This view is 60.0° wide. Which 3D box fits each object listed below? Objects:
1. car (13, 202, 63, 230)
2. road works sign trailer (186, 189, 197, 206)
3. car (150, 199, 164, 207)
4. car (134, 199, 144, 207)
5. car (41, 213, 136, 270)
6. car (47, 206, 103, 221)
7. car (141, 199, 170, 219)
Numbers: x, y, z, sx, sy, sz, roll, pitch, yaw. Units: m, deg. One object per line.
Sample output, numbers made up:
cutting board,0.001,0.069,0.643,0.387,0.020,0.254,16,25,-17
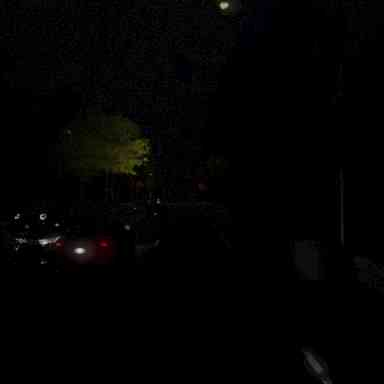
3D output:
car,-9.851,1.513,22.123,2.097,1.767,4.553,0,0,0
road works sign trailer,-0.005,1.120,72.258,2.380,3.560,2.880,0,-1,0
car,-6.522,2.093,62.918,2.033,1.411,5.357,0,-1,1
car,-9.769,2.097,63.324,2.033,1.411,5.357,0,-1,0
car,-3.155,1.643,11.379,1.994,1.385,4.181,0,0,0
car,-6.602,1.695,20.445,2.033,1.411,5.357,0,0,0
car,-3.154,1.726,31.355,2.128,1.511,4.902,0,0,0
